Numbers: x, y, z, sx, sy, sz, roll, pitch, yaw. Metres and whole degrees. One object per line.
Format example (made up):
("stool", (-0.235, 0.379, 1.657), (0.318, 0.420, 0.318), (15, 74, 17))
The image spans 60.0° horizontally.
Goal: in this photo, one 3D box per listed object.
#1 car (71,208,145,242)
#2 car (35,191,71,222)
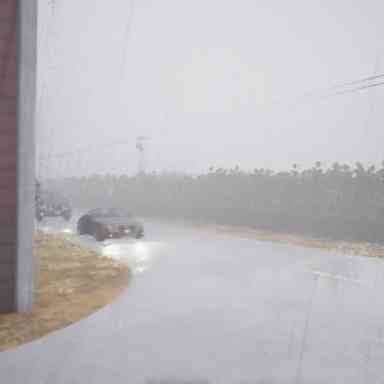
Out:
("car", (-3.899, 1.454, 15.673), (1.994, 1.385, 4.181), (1, 0, -36))
("car", (-10.574, 0.981, 24.265), (2.150, 2.045, 5.566), (1, 0, -37))
